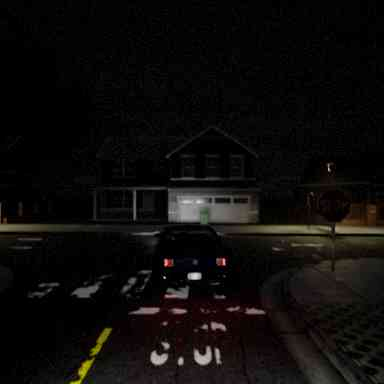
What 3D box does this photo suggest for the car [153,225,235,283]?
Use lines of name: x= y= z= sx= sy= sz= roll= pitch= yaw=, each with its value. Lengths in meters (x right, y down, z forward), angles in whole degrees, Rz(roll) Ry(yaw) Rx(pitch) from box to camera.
car: x=-0.153 y=1.617 z=9.724 sx=1.895 sy=1.301 sz=4.718 roll=0 pitch=0 yaw=-6
